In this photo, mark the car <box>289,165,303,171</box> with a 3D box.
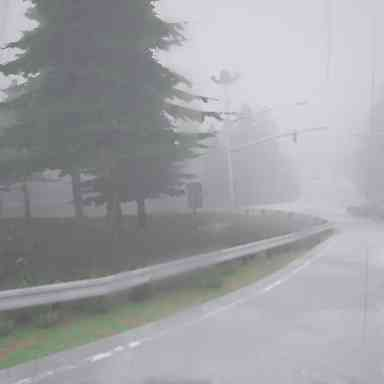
[{"bbox_3d":[23.178,-5.235,77.609,2.128,1.511,4.902,-5,7,-10],"label":"car"}]

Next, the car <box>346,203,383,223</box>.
[{"bbox_3d":[13.925,1.463,25.402,1.895,1.301,4.718,-2,3,-9],"label":"car"}]

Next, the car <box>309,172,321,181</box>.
[{"bbox_3d":[22.679,-2.999,61.362,2.033,1.411,5.357,-3,8,18],"label":"car"}]

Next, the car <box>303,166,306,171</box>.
[{"bbox_3d":[25.523,-5.838,81.043,1.882,1.535,5.008,-5,7,-19],"label":"car"}]
